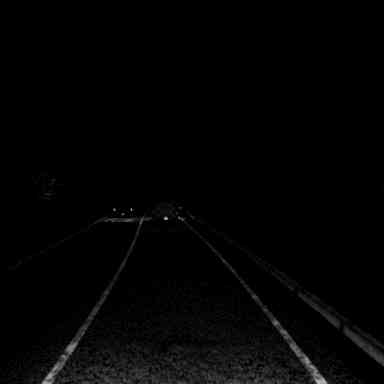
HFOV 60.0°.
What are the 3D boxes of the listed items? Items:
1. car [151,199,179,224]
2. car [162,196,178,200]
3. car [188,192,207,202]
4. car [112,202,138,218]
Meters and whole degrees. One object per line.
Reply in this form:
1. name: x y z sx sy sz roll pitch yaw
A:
1. car: -1.996 1.530 24.457 1.812 1.442 4.674 0 0 -7
2. car: -2.895 1.259 41.828 2.097 1.767 4.553 0 0 2
3. car: 1.243 1.046 70.053 2.150 2.045 5.566 -3 -1 28
4. car: -6.014 1.561 30.240 1.895 1.301 4.718 0 0 -5
